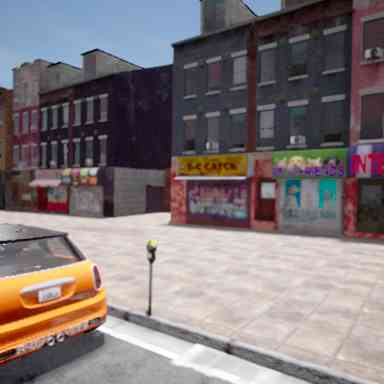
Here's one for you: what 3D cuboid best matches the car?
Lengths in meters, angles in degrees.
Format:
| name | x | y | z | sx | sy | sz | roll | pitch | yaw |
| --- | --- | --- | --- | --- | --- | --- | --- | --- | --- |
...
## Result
| name | x | y | z | sx | sy | sz | roll | pitch | yaw |
| --- | --- | --- | --- | --- | --- | --- | --- | --- | --- |
| car | -3.540 | 1.306 | 5.487 | 4.553 | 1.767 | 2.097 | 1 | 0 | 36 |
